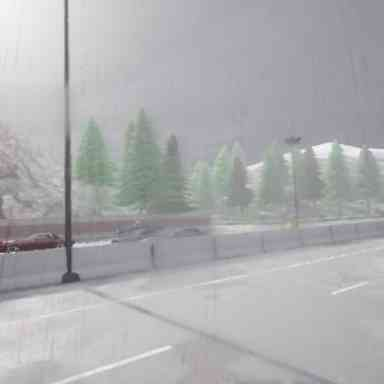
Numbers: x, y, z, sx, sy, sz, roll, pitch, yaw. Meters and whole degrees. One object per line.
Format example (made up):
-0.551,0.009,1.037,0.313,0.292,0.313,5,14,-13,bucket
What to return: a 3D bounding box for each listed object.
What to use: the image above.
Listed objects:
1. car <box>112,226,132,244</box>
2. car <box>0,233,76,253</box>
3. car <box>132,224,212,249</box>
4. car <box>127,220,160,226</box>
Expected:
-3.440,3.230,23.303,4.181,1.385,1.994,1,-5,-37,car
-10.439,3.445,22.346,4.718,1.301,1.895,1,-5,-37,car
-0.898,2.910,20.856,4.902,1.511,2.128,1,-5,-37,car
-4.757,3.374,31.103,4.892,1.490,1.837,1,-5,-38,car
